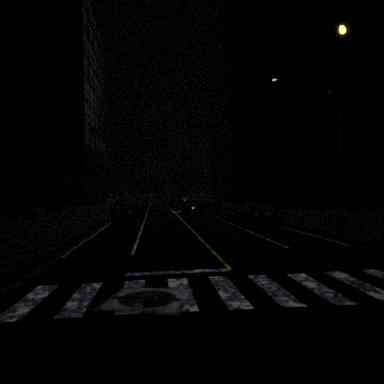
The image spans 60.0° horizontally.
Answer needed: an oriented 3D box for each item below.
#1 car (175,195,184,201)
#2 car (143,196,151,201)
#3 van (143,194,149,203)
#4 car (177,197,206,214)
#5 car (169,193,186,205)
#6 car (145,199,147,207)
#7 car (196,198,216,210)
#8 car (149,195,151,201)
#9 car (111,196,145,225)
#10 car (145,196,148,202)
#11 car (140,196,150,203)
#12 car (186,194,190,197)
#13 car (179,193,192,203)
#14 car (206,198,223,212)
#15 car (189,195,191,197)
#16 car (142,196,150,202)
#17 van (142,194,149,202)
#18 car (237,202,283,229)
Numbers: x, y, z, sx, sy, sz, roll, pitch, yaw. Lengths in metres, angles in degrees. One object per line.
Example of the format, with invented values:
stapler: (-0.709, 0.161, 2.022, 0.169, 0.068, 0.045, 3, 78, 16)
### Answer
car: (-3.179, 1.507, 85.724, 1.887, 1.381, 4.507, -1, 0, -6)
car: (-12.258, 1.708, 90.173, 1.947, 1.339, 4.313, -1, 0, -6)
van: (-8.000, 1.451, 52.349, 1.690, 1.788, 3.998, -1, 0, -6)
car: (-0.112, 1.543, 34.735, 1.994, 1.385, 4.181, -1, 0, -6)
car: (-2.754, 1.216, 58.018, 2.150, 2.045, 5.566, -1, 0, -6)
car: (-6.169, 1.682, 36.139, 1.802, 1.307, 4.206, -1, 0, -6)
car: (1.692, 1.473, 42.497, 1.887, 1.381, 4.507, -1, 0, -6)
car: (-8.605, 1.664, 57.753, 2.008, 1.369, 4.403, -1, 0, -6)
car: (-4.957, 1.410, 25.332, 2.192, 1.841, 5.009, -1, 0, -6)
car: (-6.760, 1.628, 41.374, 1.752, 1.417, 4.829, -1, 0, -6)
car: (-10.431, 1.692, 73.963, 1.947, 1.339, 4.313, -1, 0, -6)
car: (0.454, 1.461, 53.472, 1.752, 1.417, 4.829, -1, 0, -6)
car: (-1.358, 1.262, 69.513, 2.192, 1.841, 5.009, -1, 0, -6)
car: (2.301, 1.476, 37.093, 2.008, 1.369, 4.403, -1, 0, -6)
car: (1.083, 1.477, 47.900, 1.887, 1.381, 4.507, -1, 0, -6)
car: (-11.631, 1.662, 84.601, 1.752, 1.417, 4.829, -1, 0, -6)
van: (-11.045, 1.472, 79.366, 1.690, 1.788, 3.998, -1, 0, -6)
car: (4.125, 1.359, 20.883, 1.967, 1.590, 4.097, -1, 0, -6)
